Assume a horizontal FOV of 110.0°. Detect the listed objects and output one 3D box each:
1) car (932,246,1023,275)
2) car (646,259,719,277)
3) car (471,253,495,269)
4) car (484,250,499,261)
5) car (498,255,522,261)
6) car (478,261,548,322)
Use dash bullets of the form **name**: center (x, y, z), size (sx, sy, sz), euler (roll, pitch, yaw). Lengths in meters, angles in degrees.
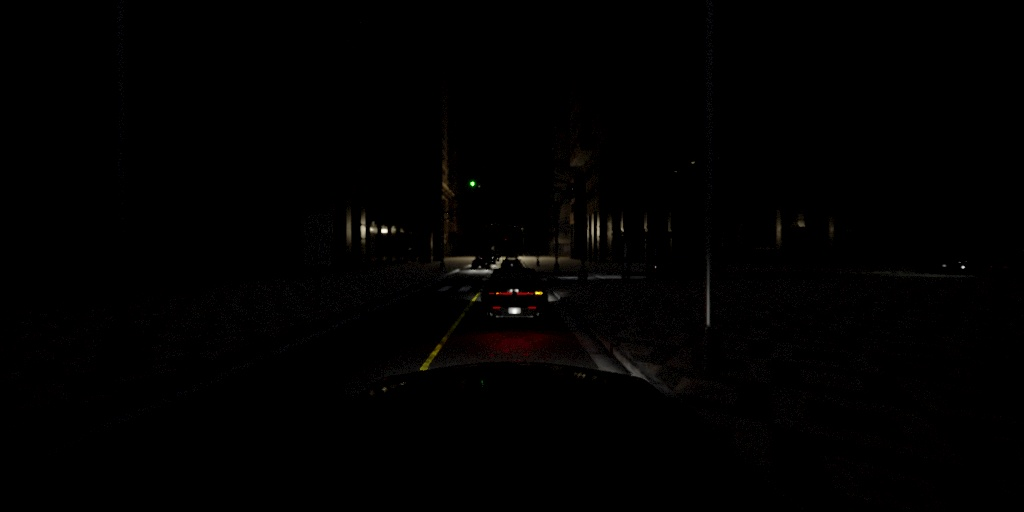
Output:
- **car**: center (34.862, 0.336, 26.629), size (5.566, 2.045, 2.150), euler (0, 0, 0)
- **car**: center (12.478, 0.855, 26.532), size (4.718, 1.301, 1.895), euler (0, 0, 0)
- **car**: center (-3.244, 0.655, 38.713), size (2.033, 1.411, 5.357), euler (0, 1, 0)
- **car**: center (-3.276, 0.287, 48.665), size (2.097, 1.767, 4.553), euler (0, 1, 0)
- **car**: center (-0.031, 0.744, 34.482), size (1.994, 1.385, 4.181), euler (0, 1, 0)
- **car**: center (0.079, 1.086, 11.407), size (1.837, 1.490, 4.892), euler (0, 1, 0)
